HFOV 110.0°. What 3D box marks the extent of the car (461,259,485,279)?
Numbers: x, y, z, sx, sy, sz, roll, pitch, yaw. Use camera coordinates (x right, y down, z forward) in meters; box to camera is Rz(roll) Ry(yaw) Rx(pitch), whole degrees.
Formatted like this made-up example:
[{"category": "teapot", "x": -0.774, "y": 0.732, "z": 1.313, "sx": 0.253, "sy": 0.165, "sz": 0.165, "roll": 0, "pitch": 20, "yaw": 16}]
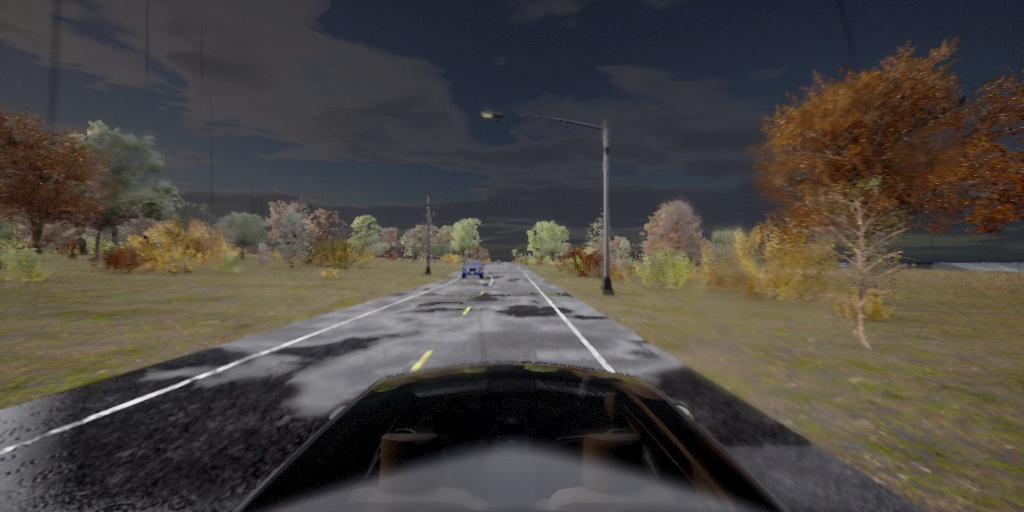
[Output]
[{"category": "car", "x": -3.999, "y": 1.307, "z": 37.330, "sx": 2.150, "sy": 2.045, "sz": 5.566, "roll": 0, "pitch": -1, "yaw": -4}]
